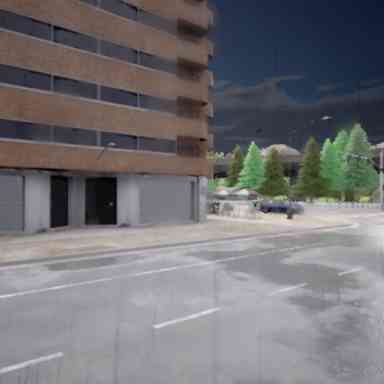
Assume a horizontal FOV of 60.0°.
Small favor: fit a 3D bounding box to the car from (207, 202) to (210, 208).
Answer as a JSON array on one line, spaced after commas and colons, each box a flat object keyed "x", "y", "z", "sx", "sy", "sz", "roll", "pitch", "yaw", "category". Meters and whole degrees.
[{"x": 0.710, "y": 1.830, "z": 52.524, "sx": 4.902, "sy": 1.511, "sz": 2.128, "roll": 0, "pitch": 0, "yaw": 40, "category": "car"}]

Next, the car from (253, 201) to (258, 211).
[{"x": 9.761, "y": 1.740, "z": 42.239, "sx": 1.882, "sy": 1.535, "sz": 5.008, "roll": 0, "pitch": -1, "yaw": -39, "category": "car"}]

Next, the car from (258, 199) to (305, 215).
[{"x": 9.968, "y": 1.571, "z": 36.319, "sx": 2.097, "sy": 1.767, "sz": 4.553, "roll": 0, "pitch": -1, "yaw": -38, "category": "car"}]
